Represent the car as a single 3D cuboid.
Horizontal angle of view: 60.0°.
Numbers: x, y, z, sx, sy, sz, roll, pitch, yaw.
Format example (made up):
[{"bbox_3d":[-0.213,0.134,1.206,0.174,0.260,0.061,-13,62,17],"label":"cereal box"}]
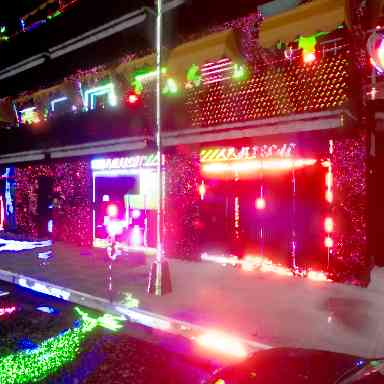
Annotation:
[{"bbox_3d":[1.878,1.551,1.532,4.403,1.369,2.008,0,0,36],"label":"car"}]
